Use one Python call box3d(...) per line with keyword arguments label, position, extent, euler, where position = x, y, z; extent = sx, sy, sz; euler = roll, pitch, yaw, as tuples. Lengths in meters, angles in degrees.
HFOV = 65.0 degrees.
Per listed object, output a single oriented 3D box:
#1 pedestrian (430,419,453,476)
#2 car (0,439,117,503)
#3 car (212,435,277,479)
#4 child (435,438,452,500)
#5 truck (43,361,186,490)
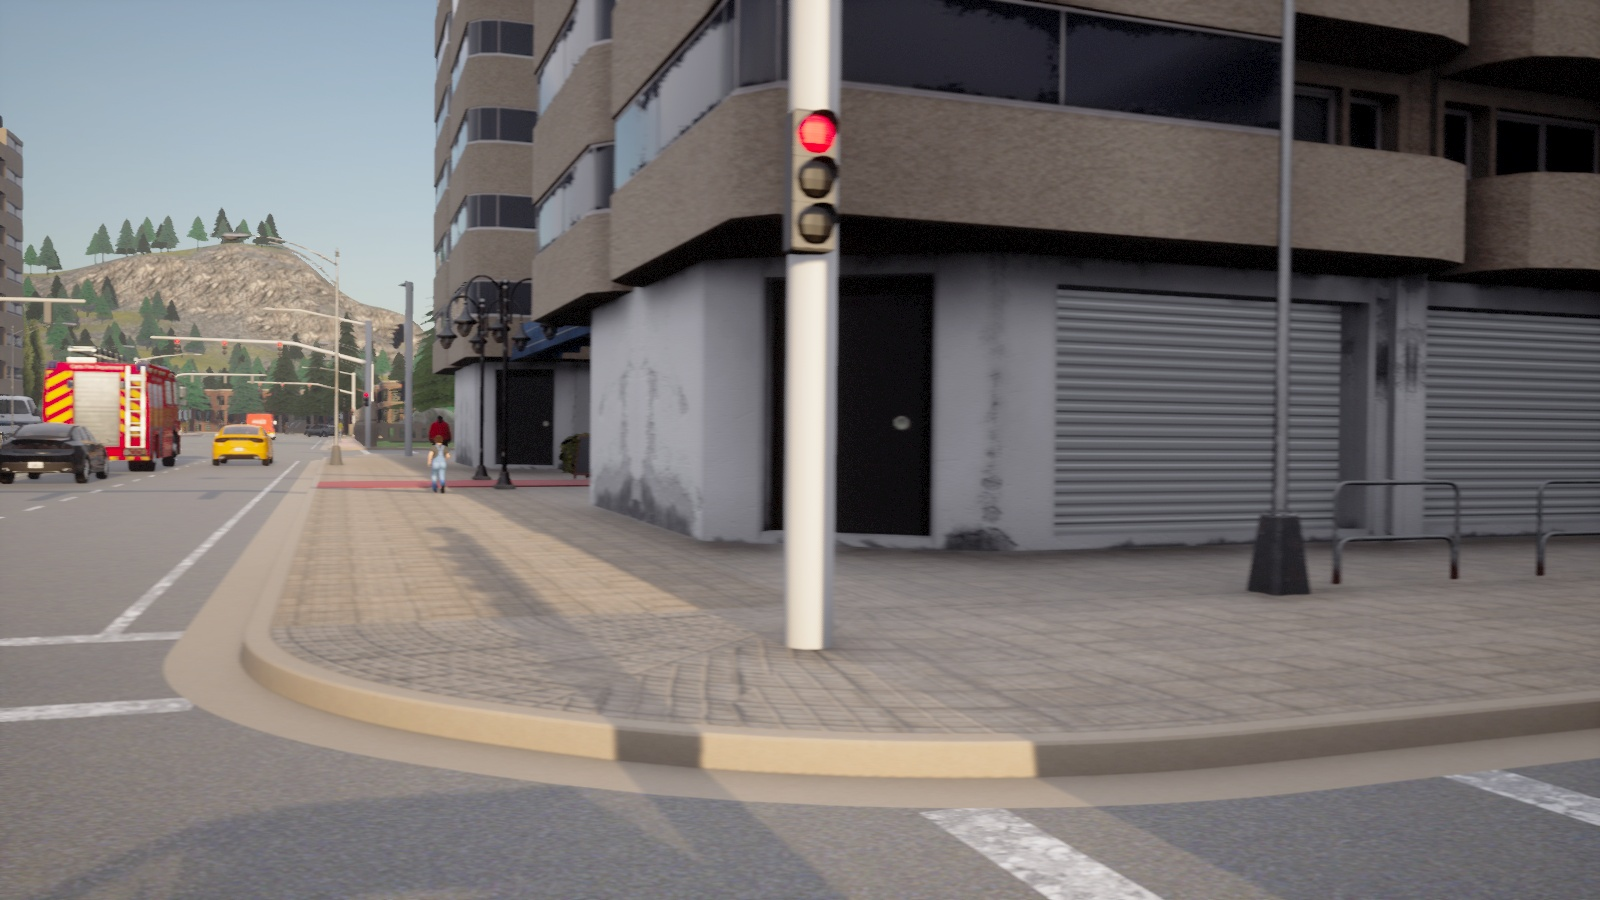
box3d(label="pedestrian", position=(-11.824, -0.090, 41.419), extent=(0.634, 1.844, 0.899), euler=(-1, 1, -19))
box3d(label="car", position=(-19.101, 0.482, 32.437), extent=(1.837, 1.490, 4.892), euler=(-1, 1, -20))
box3d(label="car", position=(-20.802, 0.233, 47.181), extent=(1.882, 1.535, 5.008), euler=(-1, 1, -20))
box3d(label="child", position=(-7.416, 0.392, 26.093), extent=(0.270, 1.263, 0.437), euler=(-1, 1, -22))
box3d(label="truck", position=(-22.571, -0.803, 41.806), extent=(2.891, 3.827, 8.468), euler=(-1, 1, -20))
